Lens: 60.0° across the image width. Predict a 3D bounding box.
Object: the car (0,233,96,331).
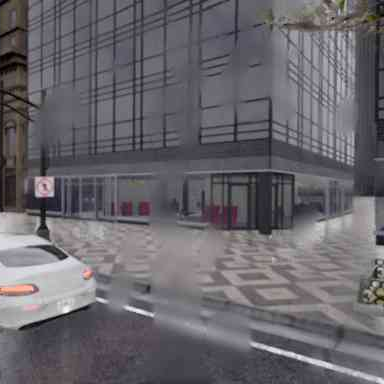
[{"bbox_3d":[-3.788,1.519,6.366,4.674,1.442,1.812,0,0,35],"label":"car"}]
